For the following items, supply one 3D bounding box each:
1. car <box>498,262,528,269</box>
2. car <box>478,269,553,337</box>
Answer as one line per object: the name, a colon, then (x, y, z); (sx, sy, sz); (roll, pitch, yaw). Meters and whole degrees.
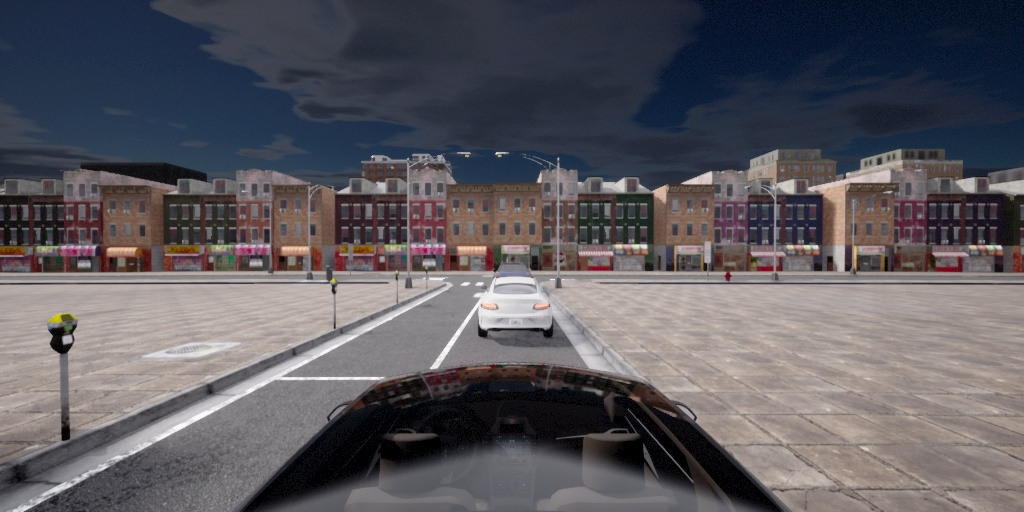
car: (0.012, 1.099, 19.551); (2.097, 1.767, 4.553); (0, 0, -2)
car: (0.081, 1.274, 10.137); (1.812, 1.442, 4.674); (0, 0, 0)
